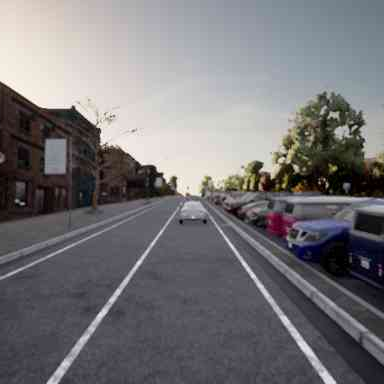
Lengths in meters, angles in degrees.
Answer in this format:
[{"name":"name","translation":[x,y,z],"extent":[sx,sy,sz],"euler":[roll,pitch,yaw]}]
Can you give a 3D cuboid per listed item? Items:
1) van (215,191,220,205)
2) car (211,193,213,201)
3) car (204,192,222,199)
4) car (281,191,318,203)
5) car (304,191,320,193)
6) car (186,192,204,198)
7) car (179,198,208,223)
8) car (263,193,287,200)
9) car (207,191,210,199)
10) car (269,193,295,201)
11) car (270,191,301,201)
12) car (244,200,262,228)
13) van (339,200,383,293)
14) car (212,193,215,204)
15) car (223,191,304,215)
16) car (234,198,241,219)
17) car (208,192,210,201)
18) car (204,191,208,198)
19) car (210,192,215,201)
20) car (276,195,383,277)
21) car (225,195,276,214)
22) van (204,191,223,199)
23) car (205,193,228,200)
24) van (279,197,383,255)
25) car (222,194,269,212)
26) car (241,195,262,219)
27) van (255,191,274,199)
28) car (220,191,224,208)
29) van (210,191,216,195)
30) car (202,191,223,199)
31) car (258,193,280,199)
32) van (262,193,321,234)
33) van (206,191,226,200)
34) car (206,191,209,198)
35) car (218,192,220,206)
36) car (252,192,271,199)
[{"name":"van","translation":[5.459,1.001,40.633],"extent":[4.442,1.987,1.878],"euler":[0,0,0]},{"name":"car","translation":[5.528,1.214,46.242],"extent":[4.792,1.488,2.163],"euler":[0,0,0]},{"name":"car","translation":[5.402,0.834,85.484],"extent":[4.553,1.767,2.185],"euler":[0,0,0]},{"name":"car","translation":[18.570,0.844,57.719],"extent":[5.566,2.045,2.435],"euler":[0,0,0]},{"name":"car","translation":[18.580,0.864,55.057],"extent":[5.566,2.045,2.435],"euler":[0,0,0]},{"name":"car","translation":[0.020,1.106,40.664],"extent":[2.097,1.767,4.553],"euler":[0,1,0]},{"name":"car","translation":[0.055,1.401,23.876],"extent":[1.812,1.442,4.674],"euler":[0,0,0]},{"name":"car","translation":[18.539,1.004,74.429],"extent":[5.008,1.535,2.097],"euler":[0,0,0]},{"name":"car","translation":[5.706,1.096,57.455],"extent":[5.366,1.575,1.946],"euler":[0,0,0]},{"name":"car","translation":[18.592,1.058,68.859],"extent":[4.792,1.488,2.163],"euler":[0,0,0]},{"name":"car","translation":[18.544,0.791,66.074],"extent":[5.566,2.045,2.435],"euler":[0,0,0]},{"name":"car","translation":[5.642,1.397,18.210],"extent":[4.892,1.521,2.231],"euler":[0,0,0]},{"name":"van","translation":[5.802,1.254,6.997],"extent":[4.442,1.987,1.878],"euler":[0,0,0]},{"name":"car","translation":[5.561,1.205,43.438],"extent":[5.008,1.535,2.097],"euler":[0,0,0]},{"name":"car","translation":[5.593,1.081,26.617],"extent":[5.566,2.045,2.435],"euler":[0,0,0]},{"name":"car","translation":[5.628,1.393,23.816],"extent":[4.674,1.452,2.002],"euler":[0,0,0]},{"name":"car","translation":[5.559,1.150,54.652],"extent":[4.792,1.488,2.163],"euler":[0,0,0]},{"name":"car","translation":[5.479,1.033,68.660],"extent":[4.892,1.521,2.231],"euler":[0,0,0]},{"name":"car","translation":[5.519,1.192,49.045],"extent":[4.792,1.488,2.163],"euler":[0,0,0]},{"name":"car","translation":[5.648,1.208,9.797],"extent":[5.566,2.045,2.435],"euler":[0,0,0]},{"name":"car","translation":[5.572,1.164,32.225],"extent":[4.553,1.767,2.185],"euler":[0,0,0]},{"name":"van","translation":[5.324,0.746,82.680],"extent":[4.442,1.987,1.878],"euler":[0,0,0]},{"name":"car","translation":[5.460,1.008,74.271],"extent":[5.008,1.535,2.097],"euler":[0,0,0]},{"name":"van","translation":[5.784,1.212,12.602],"extent":[4.442,1.987,1.878],"euler":[0,0,0]},{"name":"car","translation":[5.562,1.143,35.028],"extent":[4.553,1.767,2.185],"euler":[0,0,0]},{"name":"car","translation":[5.671,1.249,21.012],"extent":[4.553,1.767,2.185],"euler":[0,0,0]},{"name":"van","translation":[18.629,0.730,85.572],"extent":[4.442,1.987,1.878],"euler":[0,0,0]},{"name":"car","translation":[5.584,1.060,29.421],"extent":[5.566,2.045,2.435],"euler":[0,0,0]},{"name":"van","translation":[5.422,0.916,51.846],"extent":[4.442,1.987,1.878],"euler":[0,0,0]},{"name":"car","translation":[5.456,0.699,88.285],"extent":[5.566,2.045,2.435],"euler":[0,0,0]},{"name":"car","translation":[18.525,1.020,80.000],"extent":[4.674,1.452,2.002],"euler":[0,0,0]},{"name":"van","translation":[5.775,1.191,15.405],"extent":[4.442,1.987,1.878],"euler":[0,0,0]},{"name":"van","translation":[5.573,0.770,77.074],"extent":[4.442,1.987,1.878],"euler":[0,0,0]},{"name":"car","translation":[5.506,1.079,60.254],"extent":[5.008,1.535,2.097],"euler":[0,0,0]},{"name":"car","translation":[5.616,1.122,37.831],"extent":[4.553,1.767,2.185],"euler":[0,0,0]},{"name":"car","translation":[18.476,0.821,88.352],"extent":[4.553,1.767,2.185],"euler":[0,0,0]}]
